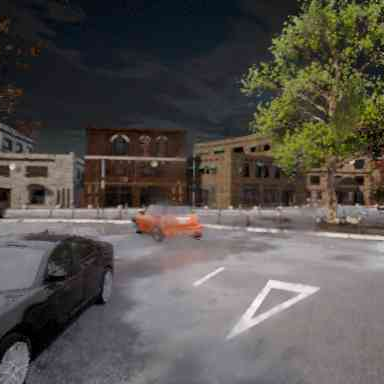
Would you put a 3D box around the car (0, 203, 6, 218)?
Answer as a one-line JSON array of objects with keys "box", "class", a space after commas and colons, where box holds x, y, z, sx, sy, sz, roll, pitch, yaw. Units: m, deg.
[{"box": [-15.885, 1.236, 25.237, 2.185, 1.767, 4.553, 0, 0, -10], "class": "car"}]

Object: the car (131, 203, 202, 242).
[{"box": [-1.385, 1.293, 16.280, 2.097, 1.767, 4.553, 0, 0, -28], "class": "car"}]

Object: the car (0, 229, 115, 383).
[{"box": [-2.681, 1.436, 5.166, 1.882, 1.535, 5.008, 1, 0, 4], "class": "car"}]
